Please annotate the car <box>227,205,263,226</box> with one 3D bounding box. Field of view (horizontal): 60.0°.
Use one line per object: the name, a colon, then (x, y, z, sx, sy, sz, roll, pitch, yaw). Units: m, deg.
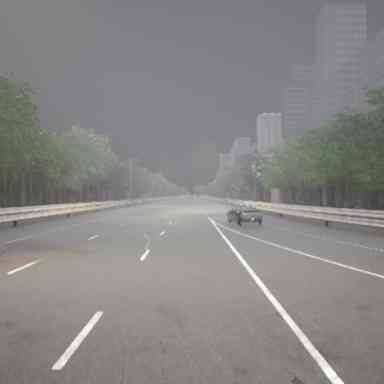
car: (3.973, 1.747, 25.568, 2.128, 1.511, 4.902, 0, -1, -6)
